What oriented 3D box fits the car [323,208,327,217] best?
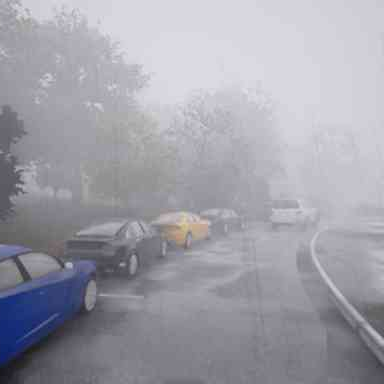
[{"bbox_3d":[12.373,1.955,34.822,5.008,1.535,2.097,0,-2,-44],"label":"car"}]

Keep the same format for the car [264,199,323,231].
[{"bbox_3d":[7.018,1.463,22.562,2.150,2.045,5.566,-2,-1,31],"label":"car"}]

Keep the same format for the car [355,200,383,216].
[{"bbox_3d":[19.909,1.881,37.261,1.837,1.490,4.892,-2,-2,42],"label":"car"}]

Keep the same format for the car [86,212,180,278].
[{"bbox_3d":[-2.159,1.559,10.420,2.231,1.521,4.892,0,-1,12],"label":"car"}]

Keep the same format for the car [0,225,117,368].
[{"bbox_3d":[-2.983,1.490,4.802,2.097,1.535,5.008,0,-1,6],"label":"car"}]

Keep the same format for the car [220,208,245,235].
[{"bbox_3d":[1.835,1.768,21.005,2.231,1.521,4.892,-1,-2,28],"label":"car"}]

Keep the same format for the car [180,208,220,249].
[{"bbox_3d":[-0.505,1.671,15.764,2.097,1.535,5.008,-1,-1,20],"label":"car"}]

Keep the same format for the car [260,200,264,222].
[{"bbox_3d":[8.264,1.646,30.460,2.435,2.045,5.566,-2,-2,40],"label":"car"}]
